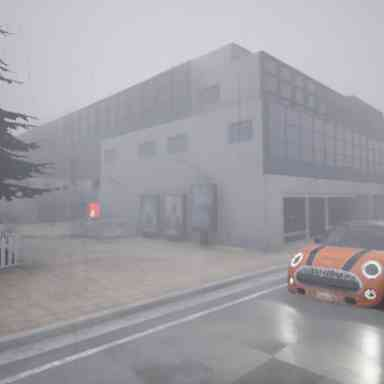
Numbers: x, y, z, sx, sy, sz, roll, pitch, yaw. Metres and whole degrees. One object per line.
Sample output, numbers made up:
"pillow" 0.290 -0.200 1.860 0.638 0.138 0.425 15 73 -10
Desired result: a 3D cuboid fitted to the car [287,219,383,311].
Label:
"car" 4.285 1.528 8.277 4.553 1.767 2.097 1 -2 -44
